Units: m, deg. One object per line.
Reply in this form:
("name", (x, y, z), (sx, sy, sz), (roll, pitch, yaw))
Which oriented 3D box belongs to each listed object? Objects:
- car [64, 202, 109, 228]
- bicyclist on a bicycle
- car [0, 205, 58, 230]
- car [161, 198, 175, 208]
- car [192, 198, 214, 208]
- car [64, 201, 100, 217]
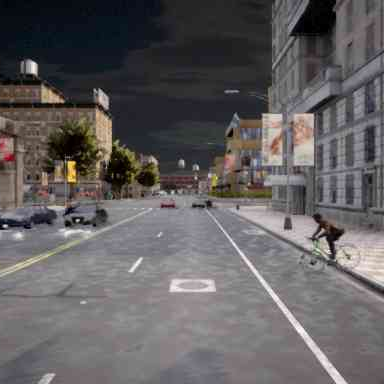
("car", (-6.953, 1.562, 22.308), (1.994, 1.385, 4.181), (0, 0, 1))
("bicyclist on a bicycle", (3.656, 1.365, 8.971), (1.656, 1.620, 0.582), (-9, 0, 0))
("car", (-10.516, 1.546, 21.440), (2.033, 1.411, 5.357), (0, 0, 0))
("car", (-3.482, 1.560, 48.301), (1.994, 1.385, 4.181), (0, 0, -2))
("car", (1.610, 1.560, 47.797), (1.994, 1.385, 4.181), (0, 0, 24))
("car", (-10.488, 1.598, 31.975), (1.895, 1.301, 4.718), (0, 0, 0))
